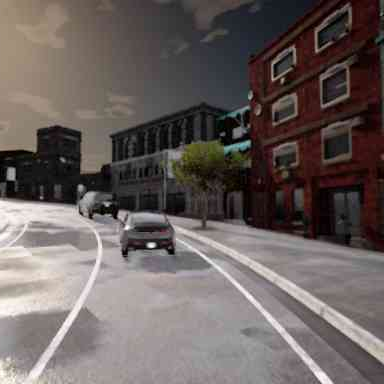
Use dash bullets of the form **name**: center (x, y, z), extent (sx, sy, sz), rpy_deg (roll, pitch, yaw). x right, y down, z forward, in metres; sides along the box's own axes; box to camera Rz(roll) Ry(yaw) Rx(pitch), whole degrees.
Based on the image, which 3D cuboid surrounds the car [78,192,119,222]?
- **car**: center (-7.497, 0.983, 26.434), extent (2.150, 2.045, 5.566), rpy_deg (2, 0, -30)

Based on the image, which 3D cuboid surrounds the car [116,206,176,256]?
- **car**: center (-1.849, 1.455, 12.940), extent (1.837, 1.490, 4.892), rpy_deg (1, 0, -14)
